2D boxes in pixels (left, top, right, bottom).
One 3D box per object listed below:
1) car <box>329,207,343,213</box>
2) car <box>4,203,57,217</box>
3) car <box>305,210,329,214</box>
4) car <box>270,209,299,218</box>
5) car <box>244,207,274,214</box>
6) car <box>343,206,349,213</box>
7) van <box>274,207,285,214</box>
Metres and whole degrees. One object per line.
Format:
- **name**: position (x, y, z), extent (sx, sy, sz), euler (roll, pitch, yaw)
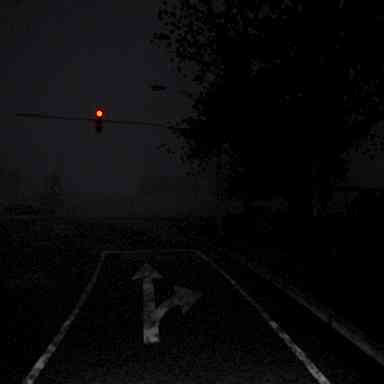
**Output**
- **car**: position (25.797, 4.171, 64.325), extent (2.097, 1.535, 5.008), euler (4, -8, -36)
- **car**: position (-16.731, 1.885, 34.591), extent (4.902, 1.511, 2.128), euler (2, -5, -16)
- **car**: position (19.401, 3.369, 54.213), extent (4.181, 1.385, 1.994), euler (1, -6, -16)
- **car**: position (17.177, 4.086, 61.872), extent (2.163, 1.488, 4.792), euler (3, -7, -36)
- **car**: position (11.574, 3.959, 60.064), extent (1.946, 1.575, 5.366), euler (4, -8, -36)
- **car**: position (28.637, 3.965, 65.188), extent (2.435, 2.045, 5.566), euler (3, -8, -36)
- **van**: position (14.396, 3.781, 60.964), extent (1.878, 1.987, 4.442), euler (4, -8, -36)
